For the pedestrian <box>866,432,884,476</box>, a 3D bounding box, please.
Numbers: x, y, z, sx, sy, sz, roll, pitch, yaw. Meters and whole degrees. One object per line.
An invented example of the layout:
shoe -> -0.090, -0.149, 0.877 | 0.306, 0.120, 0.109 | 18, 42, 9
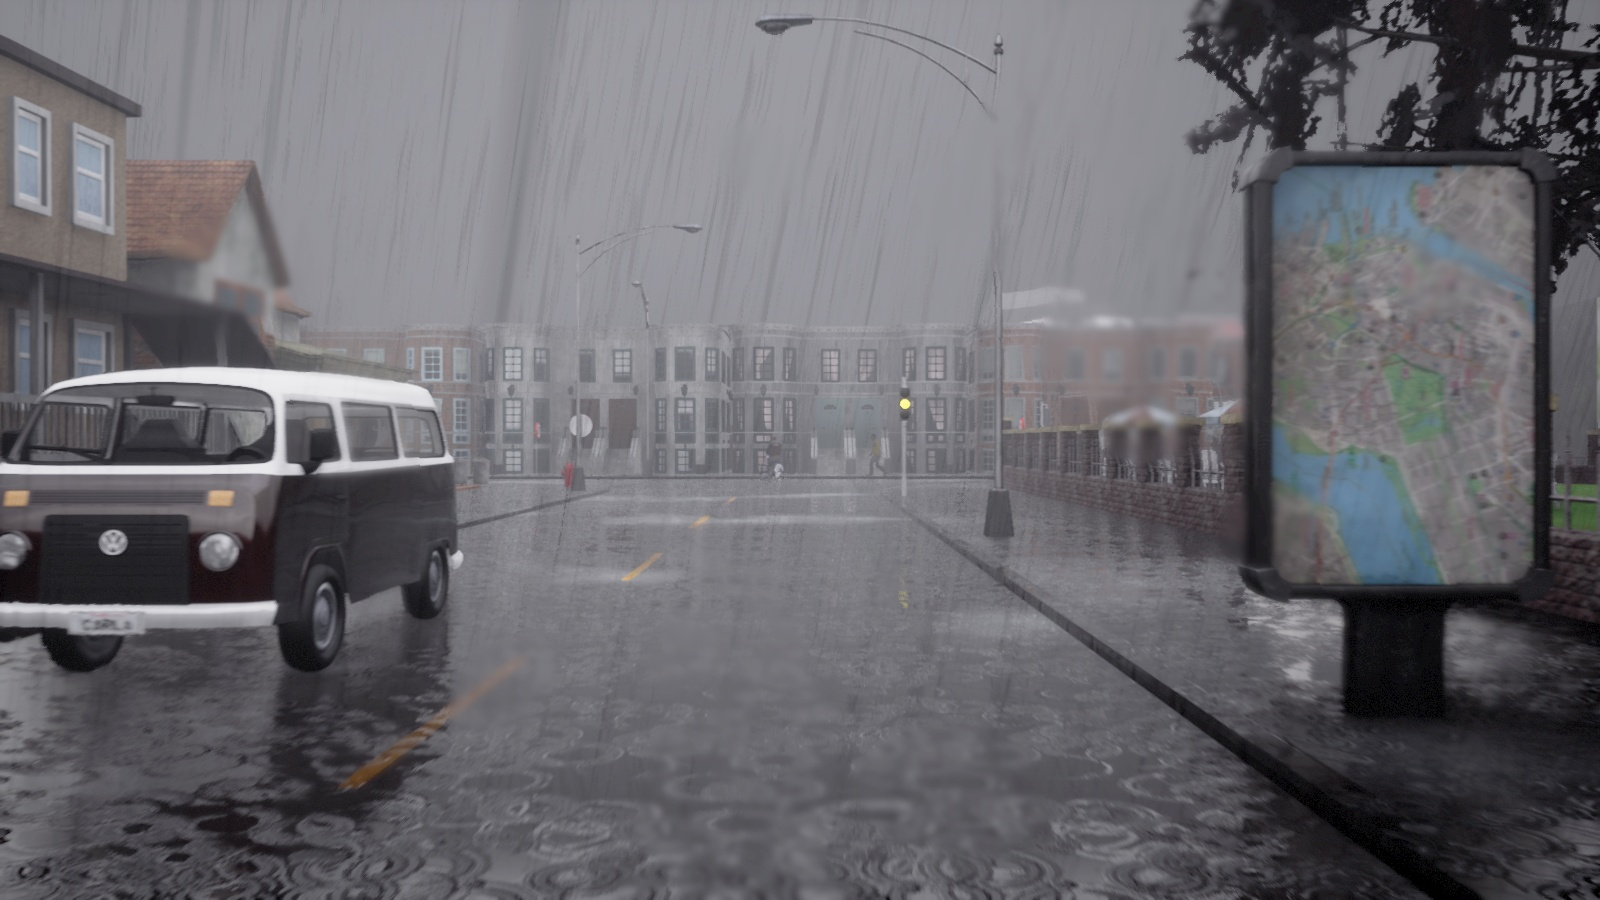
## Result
pedestrian -> 3.132, 0.163, 52.405 | 0.709, 1.840, 0.431 | 0, 0, 13

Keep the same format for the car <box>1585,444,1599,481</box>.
car -> 34.079, 0.499, 49.692 | 4.892, 1.490, 1.837 | 0, 0, 1

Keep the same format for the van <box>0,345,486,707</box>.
van -> -3.932, 0.414, 9.304 | 2.069, 2.038, 4.480 | 0, 0, 0

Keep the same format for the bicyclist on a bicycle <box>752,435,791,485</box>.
bicyclist on a bicycle -> -1.048, 0.357, 46.025 | 0.659, 1.776, 1.843 | -2, 1, -27
